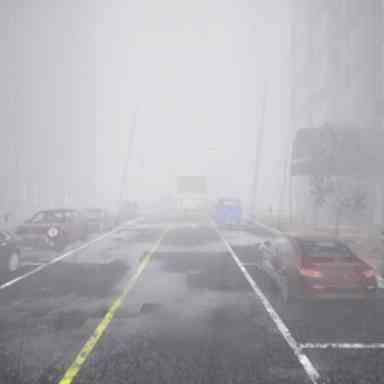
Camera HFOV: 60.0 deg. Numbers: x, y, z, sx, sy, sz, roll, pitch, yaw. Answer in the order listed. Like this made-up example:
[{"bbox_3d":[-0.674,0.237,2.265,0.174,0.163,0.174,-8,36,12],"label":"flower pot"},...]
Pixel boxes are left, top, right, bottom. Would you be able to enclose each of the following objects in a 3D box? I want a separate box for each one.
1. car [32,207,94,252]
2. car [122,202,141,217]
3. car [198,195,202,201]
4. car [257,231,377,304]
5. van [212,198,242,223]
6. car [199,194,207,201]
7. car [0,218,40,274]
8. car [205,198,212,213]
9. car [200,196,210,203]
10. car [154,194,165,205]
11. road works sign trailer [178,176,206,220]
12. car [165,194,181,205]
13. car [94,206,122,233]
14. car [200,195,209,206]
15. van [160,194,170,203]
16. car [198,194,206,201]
[{"bbox_3d":[-5.694,1.448,13.584,1.967,1.590,4.097,0,0,0],"label":"car"},{"bbox_3d":[-5.697,1.589,30.660,1.802,1.307,4.206,0,0,0],"label":"car"},{"bbox_3d":[2.678,1.553,64.814,2.008,1.369,4.403,0,0,0],"label":"car"},{"bbox_3d":[2.688,1.588,7.890,1.802,1.307,4.206,0,0,0],"label":"car"},{"bbox_3d":[2.685,1.348,24.967,1.690,1.788,3.998,0,0,0],"label":"van"},{"bbox_3d":[2.675,1.420,81.891,1.967,1.590,4.097,0,0,0],"label":"car"},{"bbox_3d":[-5.693,1.557,7.890,2.008,1.369,4.403,0,0,0],"label":"car"},{"bbox_3d":[2.683,1.589,36.351,1.802,1.307,4.206,0,0,0],"label":"car"},{"bbox_3d":[2.676,1.547,70.506,2.008,1.369,4.403,0,0,0],"label":"car"},{"bbox_3d":[-5.702,1.557,59.123,2.008,1.369,4.403,0,0,0],"label":"car"},{"bbox_3d":[-0.006,0.472,27.985,2.380,3.560,2.880,0,0,0],"label":"road works sign trailer"},{"bbox_3d":[-3.069,1.358,57.939,2.097,1.767,4.553,0,0,1],"label":"car"},{"bbox_3d":[-5.695,1.558,19.276,2.008,1.369,4.403,0,0,0],"label":"car"},{"bbox_3d":[2.679,1.589,53.429,1.802,1.307,4.206,0,0,0],"label":"car"},{"bbox_3d":[-5.704,1.337,70.508,1.690,1.788,3.998,0,0,0],"label":"van"},{"bbox_3d":[2.673,1.411,87.583,1.967,1.590,4.097,0,0,0],"label":"car"}]
